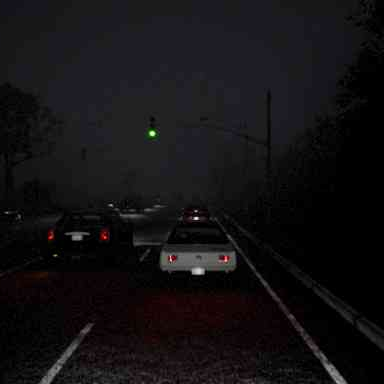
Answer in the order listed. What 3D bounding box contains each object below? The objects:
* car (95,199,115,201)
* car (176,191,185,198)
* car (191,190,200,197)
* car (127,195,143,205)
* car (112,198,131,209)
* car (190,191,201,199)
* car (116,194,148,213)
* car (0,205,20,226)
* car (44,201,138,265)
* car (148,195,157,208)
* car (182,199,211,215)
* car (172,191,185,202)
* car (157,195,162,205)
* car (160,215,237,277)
[{"bbox_3d":[-10.229,1.524,37.698,2.128,1.511,4.902,0,0,1],"label":"car"},{"bbox_3d":[-2.683,0.479,77.225,1.895,1.301,4.718,0,3,1],"label":"car"},{"bbox_3d":[0.817,0.438,77.152,1.994,1.385,4.181,0,3,1],"label":"car"},{"bbox_3d":[-9.911,1.420,58.295,1.882,1.535,5.008,0,2,1],"label":"car"},{"bbox_3d":[-10.101,1.567,47.922,1.812,1.442,4.674,0,0,0],"label":"car"},{"bbox_3d":[0.698,1.074,66.733,2.128,1.511,4.902,0,3,1],"label":"car"},{"bbox_3d":[-6.738,1.254,37.815,2.150,2.045,5.566,0,0,1],"label":"car"},{"bbox_3d":[-13.783,1.509,21.574,4.902,1.511,2.128,0,0,2],"label":"car"},{"bbox_3d":[-3.404,1.362,11.888,2.097,1.767,4.553,0,0,-1],"label":"car"},{"bbox_3d":[-6.607,1.520,47.892,1.882,1.535,5.008,0,0,1],"label":"car"},{"bbox_3d":[0.314,1.527,24.634,1.837,1.490,4.892,0,0,1],"label":"car"},{"bbox_3d":[-2.803,0.803,66.788,2.150,2.045,5.566,0,3,1],"label":"car"},{"bbox_3d":[-6.424,1.302,57.998,2.097,1.767,4.553,0,2,1],"label":"car"},{"bbox_3d":[0.169,1.610,10.181,1.895,1.301,4.718,0,0,0],"label":"car"}]
